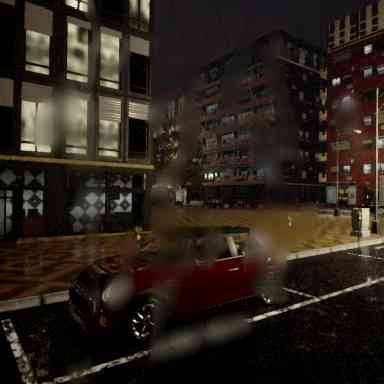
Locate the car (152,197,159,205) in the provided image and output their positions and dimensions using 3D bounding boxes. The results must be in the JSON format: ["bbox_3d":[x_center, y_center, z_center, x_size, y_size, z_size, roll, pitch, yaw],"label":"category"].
[{"bbox_3d":[-6.482,1.763,59.712,1.887,1.381,4.507,1,-1,-35],"label":"car"}]

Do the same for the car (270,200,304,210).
[{"bbox_3d":[13.433,1.806,45.988,1.802,1.307,4.206,1,-1,-35],"label":"car"}]

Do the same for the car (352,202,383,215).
[{"bbox_3d":[19.964,1.729,36.716,1.947,1.339,4.313,1,-1,-35],"label":"car"}]

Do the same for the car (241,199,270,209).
[{"bbox_3d":[10.168,1.799,50.625,1.887,1.381,4.507,1,-1,-35],"label":"car"}]

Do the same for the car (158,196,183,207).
[{"bbox_3d":[-3.217,1.733,55.076,1.887,1.381,4.507,1,-1,-35],"label":"car"}]

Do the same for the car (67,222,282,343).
[{"bbox_3d":[-0.200,1.441,6.395,4.097,1.590,1.967,0,1,-35],"label":"car"}]

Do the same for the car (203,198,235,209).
[{"bbox_3d":[3.314,1.677,45.803,2.008,1.369,4.403,1,-1,-35],"label":"car"}]

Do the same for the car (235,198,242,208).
[{"bbox_3d":[6.903,1.725,55.261,1.967,1.590,4.097,1,-1,-35],"label":"car"}]

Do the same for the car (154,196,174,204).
[{"bbox_3d":[-6.158,1.724,73.807,2.192,1.841,5.009,1,-1,-35],"label":"car"}]
